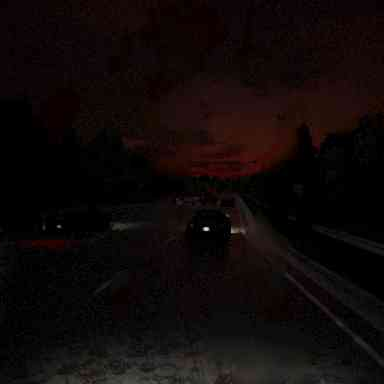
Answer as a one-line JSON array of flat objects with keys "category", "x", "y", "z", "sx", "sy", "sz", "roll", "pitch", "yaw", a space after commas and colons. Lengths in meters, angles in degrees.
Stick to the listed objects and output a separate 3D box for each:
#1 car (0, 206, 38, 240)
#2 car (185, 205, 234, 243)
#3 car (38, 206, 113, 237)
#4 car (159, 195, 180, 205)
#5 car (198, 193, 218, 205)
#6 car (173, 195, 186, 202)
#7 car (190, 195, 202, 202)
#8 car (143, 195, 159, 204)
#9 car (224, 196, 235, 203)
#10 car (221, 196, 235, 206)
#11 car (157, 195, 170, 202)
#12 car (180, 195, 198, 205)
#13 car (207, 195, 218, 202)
[{"category": "car", "x": -9.622, "y": 1.494, "z": 16.968, "sx": 1.837, "sy": 1.490, "sz": 4.892, "roll": 0, "pitch": 0, "yaw": 8}, {"category": "car", "x": 0.882, "y": 1.571, "z": 16.312, "sx": 1.994, "sy": 1.385, "sz": 4.181, "roll": 0, "pitch": 0, "yaw": 8}, {"category": "car", "x": -5.939, "y": 1.473, "z": 18.131, "sx": 1.882, "sy": 1.535, "sz": 5.008, "roll": 0, "pitch": 0, "yaw": 8}, {"category": "car", "x": -3.982, "y": 1.504, "z": 60.224, "sx": 2.128, "sy": 1.511, "sz": 4.902, "roll": 0, "pitch": 0, "yaw": 8}, {"category": "car", "x": 2.962, "y": 1.245, "z": 59.333, "sx": 2.150, "sy": 2.045, "sz": 5.566, "roll": 0, "pitch": 0, "yaw": 8}, {"category": "car", "x": -2.611, "y": 1.374, "z": 70.554, "sx": 1.812, "sy": 1.442, "sz": 4.674, "roll": 0, "pitch": 0, "yaw": 8}, {"category": "car", "x": 0.859, "y": 1.396, "z": 70.093, "sx": 2.033, "sy": 1.411, "sz": 5.357, "roll": 0, "pitch": 0, "yaw": 8}, {"category": "car", "x": -7.400, "y": 1.358, "z": 61.068, "sx": 2.097, "sy": 1.767, "sz": 4.553, "roll": 0, "pitch": 0, "yaw": 8}, {"category": "car", "x": 7.860, "y": 1.560, "z": 69.644, "sx": 2.128, "sy": 1.511, "sz": 4.902, "roll": 0, "pitch": 0, "yaw": 8}, {"category": "car", "x": 5.541, "y": 1.503, "z": 51.414, "sx": 1.882, "sy": 1.535, "sz": 5.008, "roll": 0, "pitch": 0, "yaw": 8}, {"category": "car", "x": -6.080, "y": 1.344, "z": 71.014, "sx": 1.837, "sy": 1.490, "sz": 4.892, "roll": 0, "pitch": 0, "yaw": 8}, {"category": "car", "x": -0.458, "y": 1.544, "z": 60.177, "sx": 1.812, "sy": 1.442, "sz": 4.674, "roll": 0, "pitch": 0, "yaw": 8}, {"category": "car", "x": 4.328, "y": 1.362, "z": 69.633, "sx": 1.837, "sy": 1.490, "sz": 4.892, "roll": 0, "pitch": 0, "yaw": 8}]
